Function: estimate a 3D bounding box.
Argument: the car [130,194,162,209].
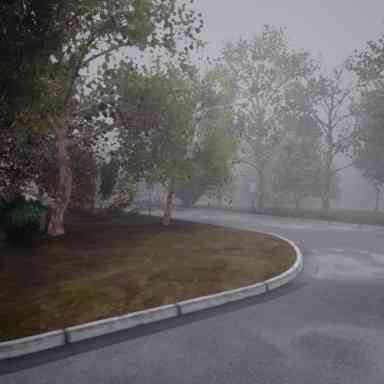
[{"bbox_3d":[-5.214,0.984,35.215,4.674,1.442,1.812,1,0,40],"label":"car"}]
